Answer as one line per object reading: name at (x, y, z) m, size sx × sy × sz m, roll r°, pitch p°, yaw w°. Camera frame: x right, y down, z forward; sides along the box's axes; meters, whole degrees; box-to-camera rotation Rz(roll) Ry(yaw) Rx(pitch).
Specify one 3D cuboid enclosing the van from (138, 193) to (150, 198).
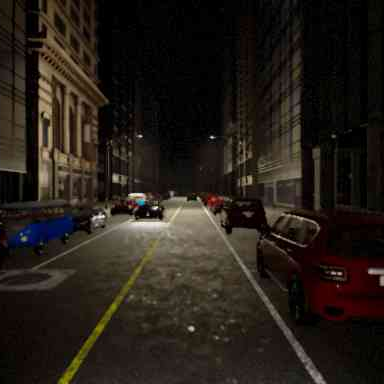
van at (-5.848, 1.082, 35.014) m, size 1.690 × 1.788 × 3.998 m, roll 1°, pitch 0°, yaw 0°

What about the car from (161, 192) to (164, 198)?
car at (-5.850, 1.149, 51.889) m, size 1.887 × 1.381 × 4.507 m, roll 1°, pitch 0°, yaw 0°

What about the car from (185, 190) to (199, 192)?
car at (0.000, 0.799, 71.301) m, size 2.128 × 1.511 × 4.902 m, roll 0°, pitch 0°, yaw 0°

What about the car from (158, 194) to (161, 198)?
car at (-5.850, 1.201, 46.265) m, size 2.008 × 1.369 × 4.403 m, roll 1°, pitch 0°, yaw 0°

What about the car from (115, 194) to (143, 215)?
car at (-5.849, 1.225, 29.391) m, size 1.967 × 1.590 × 4.097 m, roll 1°, pitch 0°, yaw 0°

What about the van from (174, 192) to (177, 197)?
van at (-5.847, 0.616, 91.259) m, size 1.690 × 1.788 × 3.998 m, roll 1°, pitch 0°, yaw 0°

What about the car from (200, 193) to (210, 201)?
car at (2.676, 1.014, 68.758) m, size 2.008 × 1.369 × 4.403 m, roll 1°, pitch 0°, yaw 0°

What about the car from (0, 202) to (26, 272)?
car at (-5.849, 1.268, 6.891) m, size 2.192 × 1.841 × 5.009 m, roll 1°, pitch 0°, yaw 0°

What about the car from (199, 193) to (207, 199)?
car at (2.675, 0.951, 80.008) m, size 1.802 × 1.307 × 4.206 m, roll 1°, pitch 0°, yaw 0°

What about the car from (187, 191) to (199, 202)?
car at (0.000, 1.090, 61.300) m, size 1.994 × 1.385 × 4.181 m, roll 0°, pitch 0°, yaw 0°

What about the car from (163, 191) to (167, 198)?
car at (-5.849, 1.084, 57.344) m, size 1.752 × 1.417 × 4.829 m, roll 1°, pitch 0°, yaw 0°

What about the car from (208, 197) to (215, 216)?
car at (2.676, 1.367, 29.388) m, size 1.802 × 1.307 × 4.206 m, roll 1°, pitch 0°, yaw 0°

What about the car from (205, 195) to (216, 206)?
car at (2.676, 1.285, 35.012) m, size 1.887 × 1.381 × 4.507 m, roll 1°, pitch 0°, yaw 0°

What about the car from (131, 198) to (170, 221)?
car at (-3.050, 1.385, 25.006) m, size 1.994 × 1.385 × 4.181 m, roll 0°, pitch 0°, yaw 1°

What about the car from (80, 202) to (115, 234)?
car at (-5.851, 1.423, 18.142) m, size 2.008 × 1.369 × 4.403 m, roll 1°, pitch 0°, yaw 0°

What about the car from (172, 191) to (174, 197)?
car at (-5.847, 0.731, 74.385) m, size 2.192 × 1.841 × 5.009 m, roll 1°, pitch 0°, yaw 0°

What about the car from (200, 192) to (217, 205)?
car at (2.678, 0.965, 46.259) m, size 2.192 × 1.841 × 5.009 m, roll 1°, pitch 0°, yaw 0°

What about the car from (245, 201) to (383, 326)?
car at (2.677, 1.268, 6.888) m, size 2.192 × 1.841 × 5.009 m, roll 1°, pitch 0°, yaw 0°

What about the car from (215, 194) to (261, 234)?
car at (2.678, 1.187, 18.137) m, size 2.192 × 1.841 × 5.009 m, roll 1°, pitch 0°, yaw 0°

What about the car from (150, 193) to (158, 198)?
car at (-5.848, 1.011, 40.639) m, size 2.192 × 1.841 × 5.009 m, roll 1°, pitch 0°, yaw 0°

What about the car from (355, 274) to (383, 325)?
car at (2.674, 1.557, 1.266) m, size 1.947 × 1.339 × 4.313 m, roll 1°, pitch 0°, yaw 0°

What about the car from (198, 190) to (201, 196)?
car at (2.679, 0.873, 57.508) m, size 2.192 × 1.841 × 5.009 m, roll 1°, pitch 0°, yaw 0°

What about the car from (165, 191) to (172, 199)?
car at (-5.850, 1.008, 68.763) m, size 1.887 × 1.381 × 4.507 m, roll 1°, pitch 0°, yaw 0°

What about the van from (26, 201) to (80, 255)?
van at (-5.849, 1.255, 12.516) m, size 1.690 × 1.788 × 3.998 m, roll 1°, pitch 0°, yaw 0°
